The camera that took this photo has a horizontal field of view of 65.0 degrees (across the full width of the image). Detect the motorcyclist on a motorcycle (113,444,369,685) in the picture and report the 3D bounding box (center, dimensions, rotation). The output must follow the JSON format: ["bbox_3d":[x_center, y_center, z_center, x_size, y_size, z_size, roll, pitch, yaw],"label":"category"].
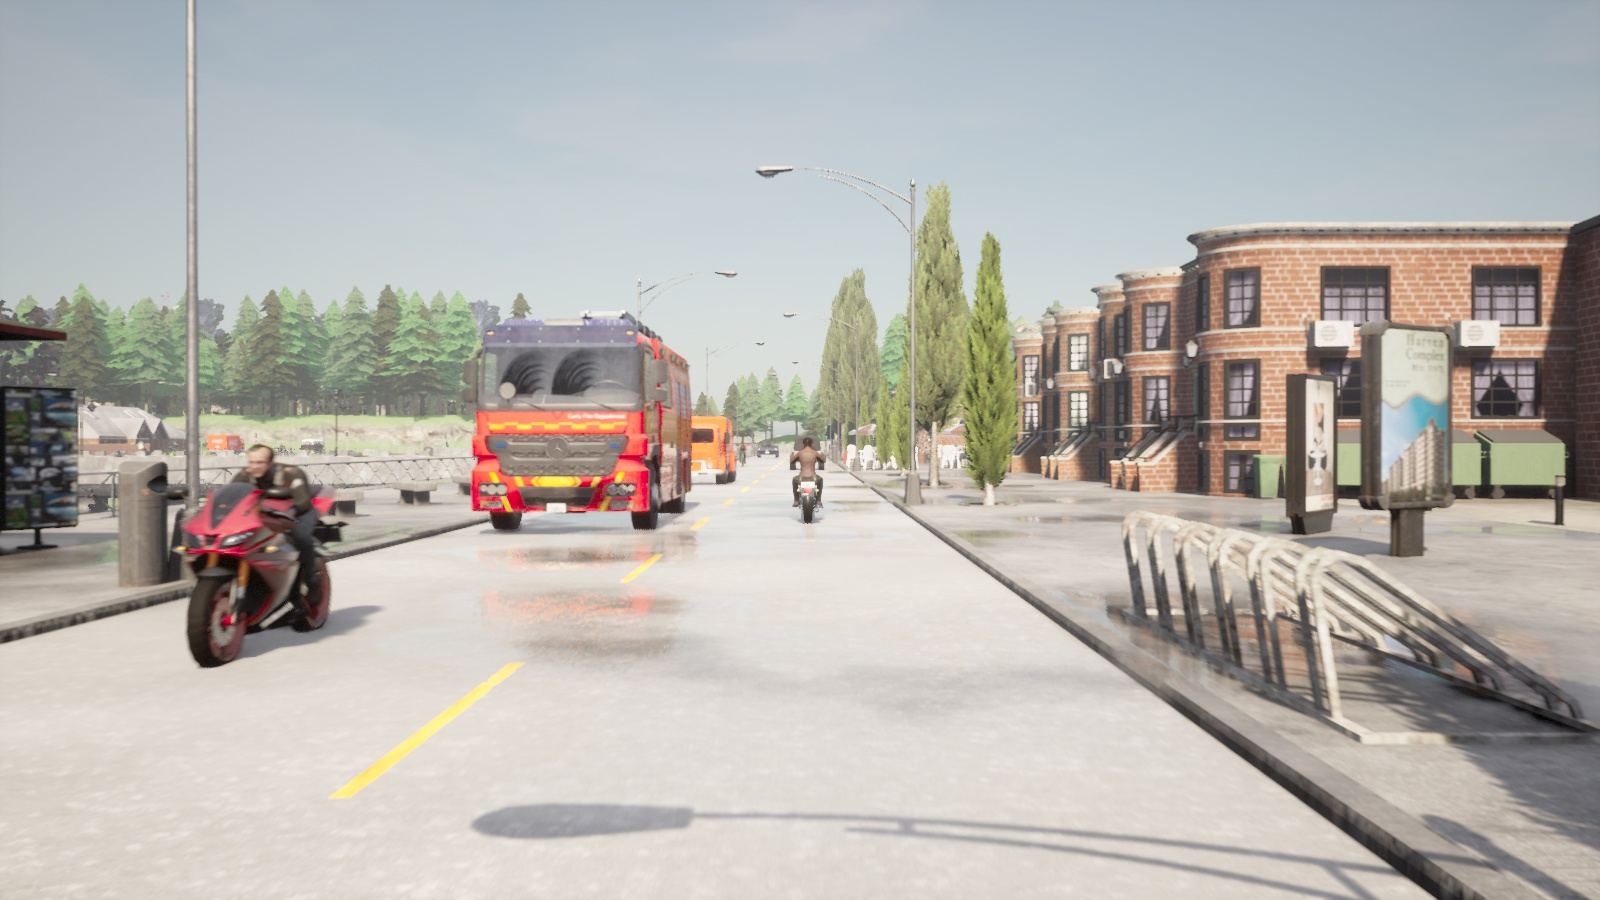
[{"bbox_3d":[-3.934,0.727,9.095,0.866,1.530,2.191,0,0,0],"label":"motorcyclist on a motorcycle"}]

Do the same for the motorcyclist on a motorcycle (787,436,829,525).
[{"bbox_3d":[0.150,0.560,24.284,0.766,1.649,2.350,0,0,0],"label":"motorcyclist on a motorcycle"}]

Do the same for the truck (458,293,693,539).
[{"bbox_3d":[-3.853,-0.555,23.795,2.891,3.827,8.468,0,0,0],"label":"truck"}]

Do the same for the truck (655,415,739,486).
[{"bbox_3d":[-3.727,-0.005,46.393,2.627,2.467,5.204,0,0,0],"label":"truck"}]

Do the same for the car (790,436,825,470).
[{"bbox_3d":[0.403,0.148,70.100,1.905,1.878,3.866,0,0,0],"label":"car"}]
